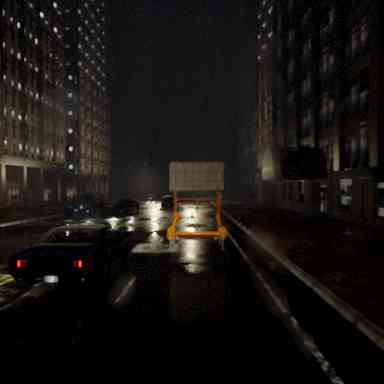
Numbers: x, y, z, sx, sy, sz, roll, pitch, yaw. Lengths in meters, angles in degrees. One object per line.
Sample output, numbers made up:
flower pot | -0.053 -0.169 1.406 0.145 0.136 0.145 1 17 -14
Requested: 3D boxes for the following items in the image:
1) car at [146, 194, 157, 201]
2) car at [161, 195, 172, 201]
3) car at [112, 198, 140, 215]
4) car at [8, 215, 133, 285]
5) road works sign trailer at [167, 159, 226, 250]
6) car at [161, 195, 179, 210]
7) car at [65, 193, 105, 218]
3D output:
car | -8.751 1.216 72.258 2.128 1.511 4.902 0 0 1
car | -5.496 1.250 72.600 1.895 1.301 4.718 0 0 1
car | -6.150 1.368 31.359 1.882 1.535 5.008 0 0 1
car | -3.000 1.572 9.396 1.895 1.301 4.718 0 0 1
road works sign trailer | 0.215 0.404 14.048 2.380 3.560 2.880 0 0 2
car | -2.589 1.318 39.826 1.882 1.535 5.008 0 0 1
car | -9.425 1.129 29.860 2.150 2.045 5.566 0 0 1
